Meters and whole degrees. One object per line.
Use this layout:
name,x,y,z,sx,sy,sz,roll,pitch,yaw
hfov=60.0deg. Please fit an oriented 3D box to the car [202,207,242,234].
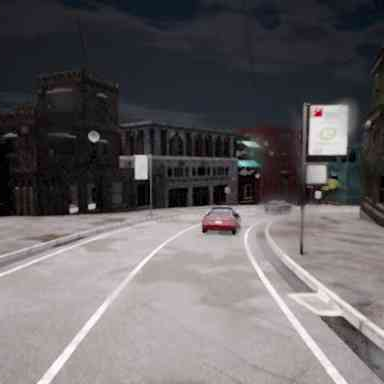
car,1.834,1.573,19.632,1.994,1.385,4.181,1,0,12

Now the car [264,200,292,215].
car,9.682,1.665,36.986,2.128,1.511,4.902,3,1,35
